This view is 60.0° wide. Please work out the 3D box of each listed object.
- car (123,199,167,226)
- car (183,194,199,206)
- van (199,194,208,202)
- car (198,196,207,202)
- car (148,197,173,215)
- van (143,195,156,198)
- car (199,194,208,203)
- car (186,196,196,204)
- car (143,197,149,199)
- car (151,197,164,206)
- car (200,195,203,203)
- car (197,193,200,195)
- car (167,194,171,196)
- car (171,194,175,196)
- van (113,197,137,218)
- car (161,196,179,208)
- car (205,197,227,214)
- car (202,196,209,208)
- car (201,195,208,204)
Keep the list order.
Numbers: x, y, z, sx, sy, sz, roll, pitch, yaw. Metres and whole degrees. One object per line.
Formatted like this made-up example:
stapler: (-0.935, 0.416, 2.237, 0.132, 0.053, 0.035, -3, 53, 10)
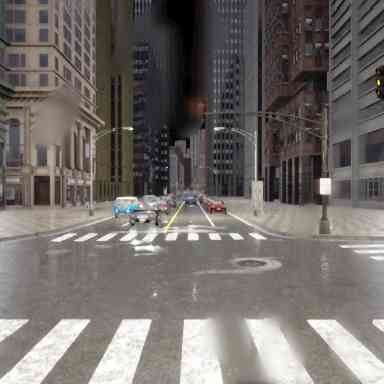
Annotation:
car: (-3.151, 1.495, 23.322, 2.128, 1.511, 4.902, 0, 0, -1)
car: (-0.187, 1.500, 54.726, 1.882, 1.535, 5.008, 0, 0, 0)
van: (2.508, 1.378, 74.119, 1.690, 1.788, 3.998, 0, 0, 0)
car: (2.487, 1.592, 79.644, 2.008, 1.369, 4.403, 0, 0, 0)
car: (-3.204, 1.533, 33.477, 1.812, 1.442, 4.674, 0, 0, 0)
van: (-5.934, 1.357, 46.477, 1.690, 1.788, 3.998, 0, 0, 0)
car: (2.553, 1.573, 63.068, 1.887, 1.381, 4.507, 0, 0, 0)
car: (-0.226, 1.594, 65.145, 1.994, 1.385, 4.181, 0, 0, 0)
car: (-5.893, 1.553, 35.428, 1.887, 1.381, 4.507, 0, 0, 0)
car: (-5.972, 1.606, 57.527, 1.802, 1.307, 4.206, 0, 0, 0)
car: (2.595, 1.545, 52.187, 1.752, 1.417, 4.829, 0, 0, 0)
car: (2.530, 1.347, 68.594, 2.192, 1.841, 5.009, 0, 0, 0)
car: (-6.011, 1.583, 68.577, 2.008, 1.369, 4.403, 0, 0, 0)
car: (-6.070, 1.571, 84.982, 1.752, 1.417, 4.829, 0, 0, 0)
van: (-5.874, 1.347, 29.903, 1.690, 1.788, 3.998, 0, 0, 0)
car: (-3.239, 1.580, 46.954, 1.994, 1.385, 4.181, 0, 0, 0)
car: (2.662, 1.553, 35.441, 1.887, 1.381, 4.507, 0, 0, 0)
car: (2.640, 1.557, 40.966, 1.887, 1.381, 4.507, 0, 0, 0)
car: (2.618, 1.561, 46.492, 1.887, 1.381, 4.507, 0, 0, 0)
